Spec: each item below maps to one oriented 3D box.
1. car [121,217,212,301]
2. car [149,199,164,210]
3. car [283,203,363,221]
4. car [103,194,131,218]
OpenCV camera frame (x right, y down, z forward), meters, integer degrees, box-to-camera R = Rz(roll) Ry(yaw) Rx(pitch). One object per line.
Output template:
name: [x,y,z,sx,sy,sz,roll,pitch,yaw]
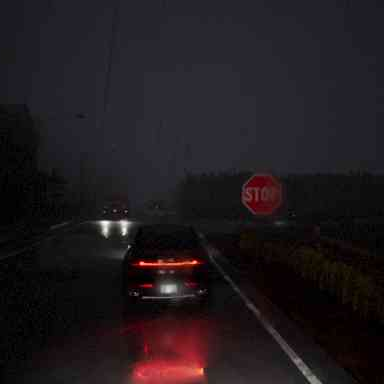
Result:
car: [-0.686,1.503,8.409,1.837,1.490,4.892,0,0,-6]
car: [-4.481,1.591,42.245,1.895,1.301,4.718,0,0,-6]
car: [9.440,1.542,24.033,5.357,1.411,2.033,0,0,-6]
car: [-6.804,1.214,30.446,2.150,2.045,5.566,0,0,-8]
